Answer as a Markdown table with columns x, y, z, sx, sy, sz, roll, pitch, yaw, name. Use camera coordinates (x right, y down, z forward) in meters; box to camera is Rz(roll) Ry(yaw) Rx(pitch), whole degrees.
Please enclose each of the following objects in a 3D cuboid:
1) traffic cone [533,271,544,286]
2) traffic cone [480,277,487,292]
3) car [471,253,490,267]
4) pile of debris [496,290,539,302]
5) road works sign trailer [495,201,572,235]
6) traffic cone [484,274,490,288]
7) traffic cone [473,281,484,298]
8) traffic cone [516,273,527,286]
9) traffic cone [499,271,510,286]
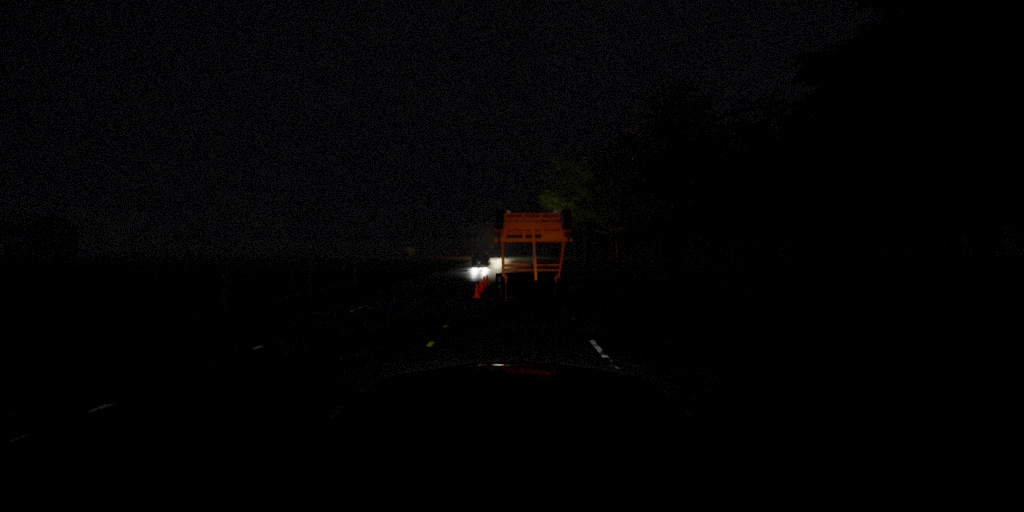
| x | y | z | sx | sy | sz | roll | pitch | yaw | name |
| --- | --- | --- | --- | --- | --- | --- | --- | --- | --- |
| 1.545 | 1.323 | 20.906 | 0.340 | 0.580 | 0.340 | 0 | 0 | 0 | traffic cone |
| -1.459 | 1.403 | 16.913 | 0.340 | 0.580 | 0.340 | 0 | 0 | 0 | traffic cone |
| -3.518 | 0.450 | 40.908 | 2.128 | 1.511 | 4.902 | 0 | 1 | 0 | car |
| 0.022 | 1.653 | 14.917 | 1.860 | 0.140 | 1.500 | 0 | 0 | 0 | pile of debris |
| 0.630 | -2.525 | 10.074 | 2.380 | 3.560 | 2.880 | 0 | 0 | 0 | road works sign trailer |
| -1.455 | 1.362 | 18.912 | 0.340 | 0.580 | 0.340 | 0 | 0 | 0 | traffic cone |
| -1.462 | 1.442 | 14.913 | 0.340 | 0.580 | 0.340 | 0 | 0 | 0 | traffic cone |
| 0.546 | 1.323 | 20.908 | 0.340 | 0.580 | 0.340 | 0 | 0 | 0 | traffic cone |
| -0.453 | 1.323 | 20.910 | 0.340 | 0.580 | 0.340 | 0 | 0 | 0 | traffic cone |
